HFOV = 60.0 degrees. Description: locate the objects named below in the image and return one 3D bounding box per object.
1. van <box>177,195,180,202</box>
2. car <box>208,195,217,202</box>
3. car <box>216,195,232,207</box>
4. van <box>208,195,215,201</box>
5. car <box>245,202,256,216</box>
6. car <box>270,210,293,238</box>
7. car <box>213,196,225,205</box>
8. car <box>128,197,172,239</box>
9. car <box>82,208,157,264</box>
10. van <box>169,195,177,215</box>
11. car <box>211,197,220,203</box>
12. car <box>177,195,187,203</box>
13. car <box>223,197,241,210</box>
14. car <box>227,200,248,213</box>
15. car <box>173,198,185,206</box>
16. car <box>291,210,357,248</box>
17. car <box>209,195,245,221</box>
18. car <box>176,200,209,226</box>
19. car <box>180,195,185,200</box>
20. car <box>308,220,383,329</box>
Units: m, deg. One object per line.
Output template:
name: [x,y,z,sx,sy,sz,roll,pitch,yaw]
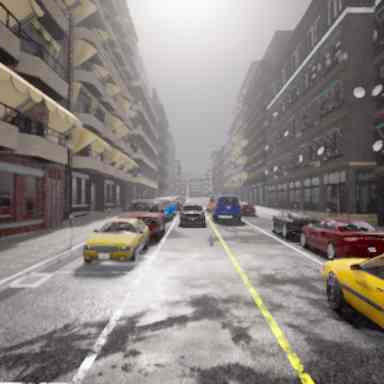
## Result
van: [-2.473,1.422,34.305,1.690,1.788,3.998,2,0,0]
car: [5.491,1.691,89.539,2.192,1.841,5.009,1,0,0]
car: [5.421,1.506,56.350,2.192,1.841,5.009,1,0,0]
van: [5.502,1.754,95.070,1.690,1.788,3.998,1,0,0]
car: [5.402,1.648,34.226,1.887,1.381,4.507,1,0,0]
car: [5.365,1.605,17.634,2.008,1.369,4.403,2,0,0]
car: [5.441,1.685,67.413,1.967,1.590,4.097,1,0,0]
car: [-2.507,1.347,17.715,2.192,1.841,5.009,2,0,0]
car: [-2.526,1.544,12.013,1.752,1.417,4.829,2,0,0]
van: [-2.484,1.403,28.773,1.690,1.788,3.998,2,0,0]
car: [5.461,1.888,78.475,1.802,1.307,4.206,1,0,0]
car: [-2.378,1.599,78.548,2.192,1.841,5.009,1,0,0]
car: [5.436,1.585,45.288,1.967,1.590,4.097,1,0,0]
car: [5.414,1.668,39.756,1.887,1.381,4.507,1,0,0]
car: [-2.420,1.761,61.957,1.947,1.339,4.313,2,0,0]
car: [5.354,1.586,12.102,1.887,1.381,4.507,2,0,0]
car: [2.834,1.299,28.178,2.150,2.045,5.566,0,0,1]
car: [0.044,1.560,24.056,1.837,1.490,4.892,0,0,0]
car: [-2.449,1.438,45.366,2.192,1.841,5.009,2,0,0]
car: [3.579,1.476,4.847,1.801,1.575,5.366,0,0,0]
